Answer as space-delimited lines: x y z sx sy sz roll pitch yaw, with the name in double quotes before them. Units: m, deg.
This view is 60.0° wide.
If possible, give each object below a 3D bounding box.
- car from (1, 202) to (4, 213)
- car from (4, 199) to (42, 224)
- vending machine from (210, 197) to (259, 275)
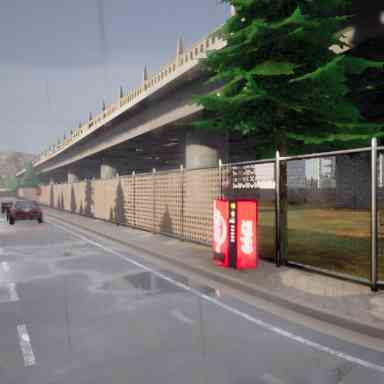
"car" -20.118 1.477 37.222 1.882 1.535 5.008 0 0 -32
"car" -12.701 1.352 25.137 2.097 1.767 4.553 0 0 -32
"vending machine" 1.237 1.195 9.664 1.100 2.100 0.880 0 0 -32
